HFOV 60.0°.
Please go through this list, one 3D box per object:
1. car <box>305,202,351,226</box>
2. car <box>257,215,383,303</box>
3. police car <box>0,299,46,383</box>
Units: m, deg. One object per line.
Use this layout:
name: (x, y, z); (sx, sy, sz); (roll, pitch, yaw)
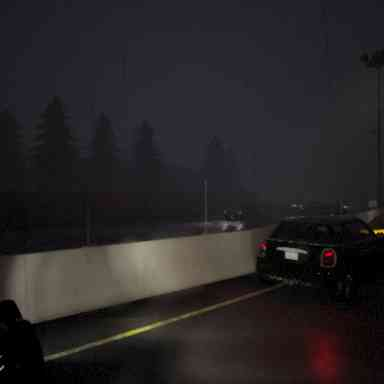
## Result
car: (10.524, 1.613, 25.520); (2.128, 1.511, 4.902); (-1, 0, 37)
car: (3.696, 1.393, 8.642); (4.553, 1.767, 2.097); (0, -1, -43)
police car: (-3.863, 1.468, 2.209); (5.238, 1.638, 1.930); (0, -1, -38)
